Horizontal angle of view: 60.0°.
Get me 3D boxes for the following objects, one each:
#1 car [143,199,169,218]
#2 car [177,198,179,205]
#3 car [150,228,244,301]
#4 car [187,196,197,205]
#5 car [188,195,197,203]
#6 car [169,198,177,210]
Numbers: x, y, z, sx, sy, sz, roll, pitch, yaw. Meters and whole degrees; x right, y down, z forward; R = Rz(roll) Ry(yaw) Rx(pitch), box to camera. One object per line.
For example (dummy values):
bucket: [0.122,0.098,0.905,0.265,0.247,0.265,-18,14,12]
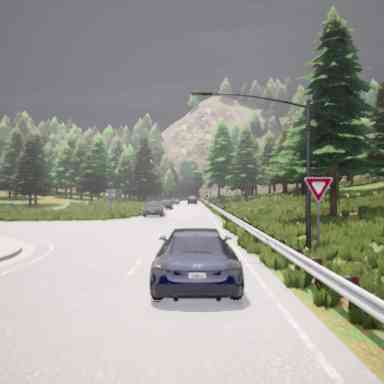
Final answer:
car: [-3.562,1.607,32.068,1.837,1.490,4.892,0,0,0]
car: [-3.483,1.802,63.130,1.895,1.301,4.718,0,0,1]
car: [0.091,1.592,8.431,1.994,1.385,4.181,0,0,0]
car: [0.073,1.684,64.731,1.882,1.535,5.008,0,0,0]
car: [0.085,1.544,75.109,1.882,1.535,5.008,0,0,0]
car: [-3.542,1.693,45.548,2.033,1.411,5.357,0,0,0]
